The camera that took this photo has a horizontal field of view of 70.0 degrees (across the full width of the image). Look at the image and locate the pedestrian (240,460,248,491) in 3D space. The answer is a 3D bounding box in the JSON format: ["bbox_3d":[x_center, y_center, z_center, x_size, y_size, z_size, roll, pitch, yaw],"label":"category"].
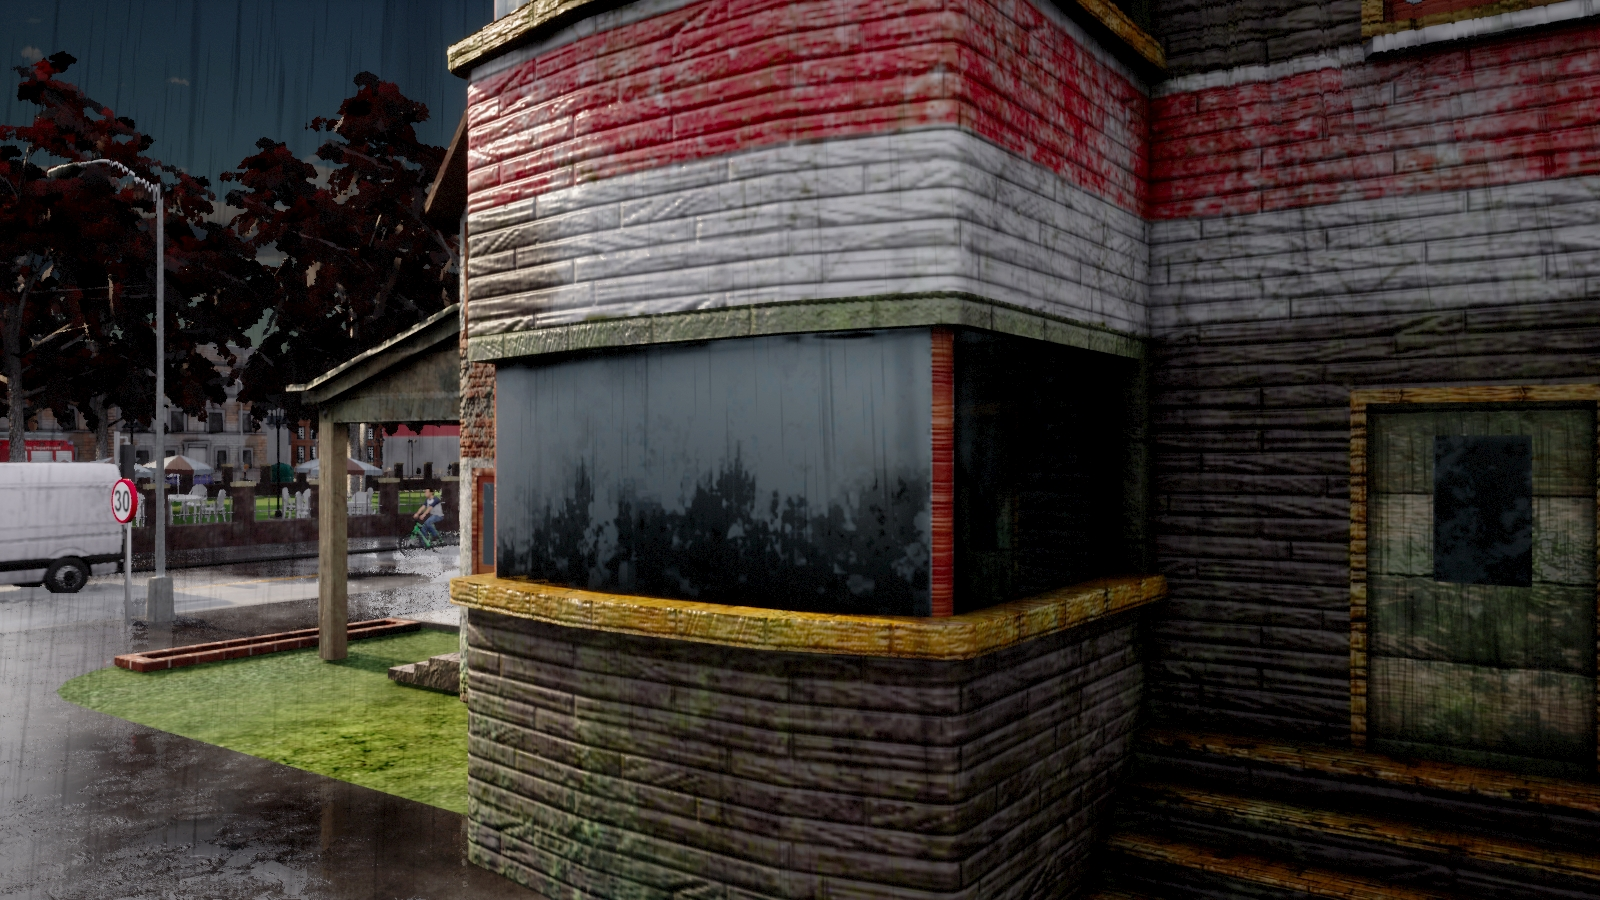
[{"bbox_3d":[-33.245,1.524,68.285,0.375,1.860,0.375,0,0,-38],"label":"pedestrian"}]

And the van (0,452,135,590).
[{"bbox_3d":[-16.028,1.315,21.378,1.988,2.561,5.915,0,0,35],"label":"van"}]
